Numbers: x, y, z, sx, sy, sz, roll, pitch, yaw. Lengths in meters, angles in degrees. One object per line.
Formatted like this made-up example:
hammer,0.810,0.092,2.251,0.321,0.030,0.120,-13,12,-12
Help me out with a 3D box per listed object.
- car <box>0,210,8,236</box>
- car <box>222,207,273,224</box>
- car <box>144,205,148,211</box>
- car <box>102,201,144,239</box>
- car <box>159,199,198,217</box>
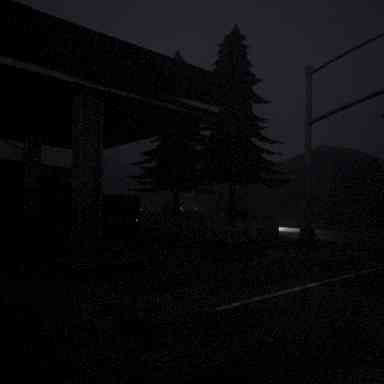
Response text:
car,-11.675,1.520,18.463,2.242,1.667,4.611,1,0,-36
car,4.075,1.820,25.011,1.994,1.385,4.181,1,0,-35
car,-7.492,1.669,41.315,2.033,1.411,5.357,1,0,-35
car,-4.543,1.448,18.280,1.905,1.878,3.866,1,0,-36
car,-1.344,1.546,32.650,2.097,1.767,4.553,1,0,-36
